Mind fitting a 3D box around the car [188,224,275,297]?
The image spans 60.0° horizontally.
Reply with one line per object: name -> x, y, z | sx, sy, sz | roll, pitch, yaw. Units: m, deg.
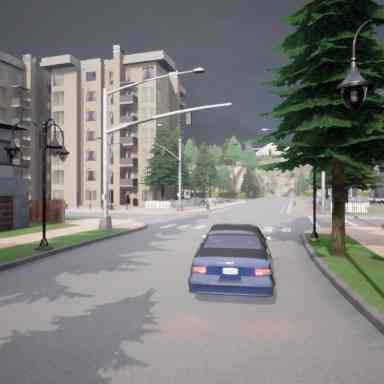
car -> 1.131, 1.547, 8.790 | 2.033, 1.411, 5.357 | 0, 0, 9
